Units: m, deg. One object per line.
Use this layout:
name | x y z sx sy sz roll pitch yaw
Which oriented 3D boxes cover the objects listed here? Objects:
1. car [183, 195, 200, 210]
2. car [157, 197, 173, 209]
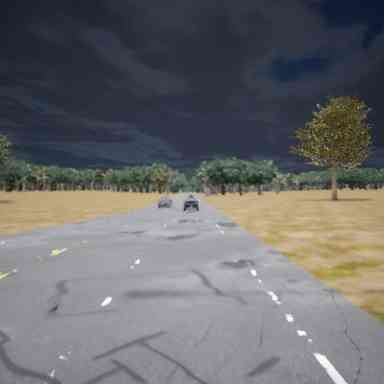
car | -0.099 1.500 42.841 1.837 1.490 4.892 0 0 0
car | -3.687 1.450 46.181 1.837 1.490 4.892 0 0 2
